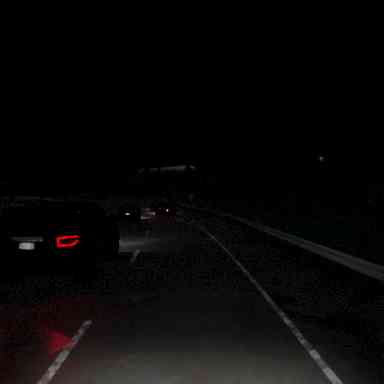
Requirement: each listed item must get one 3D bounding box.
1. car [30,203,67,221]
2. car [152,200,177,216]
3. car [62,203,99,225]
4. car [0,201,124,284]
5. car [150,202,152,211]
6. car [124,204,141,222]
[{"bbox_3d":[-12.590,1.732,29.450,1.994,1.385,4.181,0,0,-8],"label":"car"},{"bbox_3d":[-2.782,1.762,34.715,1.994,1.385,4.181,0,0,-10],"label":"car"},{"bbox_3d":[-8.617,1.654,26.180,1.837,1.490,4.892,0,0,-7],"label":"car"},{"bbox_3d":[-3.672,1.279,9.897,2.150,2.045,5.566,0,0,-2],"label":"car"},{"bbox_3d":[-4.377,1.773,43.461,1.812,1.442,4.674,0,0,-11],"label":"car"},{"bbox_3d":[-5.358,1.725,28.200,1.994,1.385,4.181,0,0,-8],"label":"car"}]
